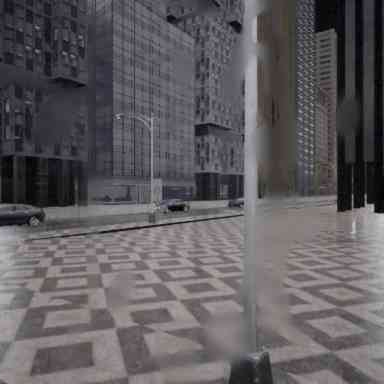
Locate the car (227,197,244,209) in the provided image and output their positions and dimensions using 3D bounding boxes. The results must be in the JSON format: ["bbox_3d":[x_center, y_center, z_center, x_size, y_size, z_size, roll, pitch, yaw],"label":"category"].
[{"bbox_3d":[6.655,1.419,45.493,1.882,1.535,5.008,0,0,36],"label":"car"}]

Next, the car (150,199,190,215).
[{"bbox_3d":[-2.121,1.453,33.551,2.128,1.511,4.902,0,0,36],"label":"car"}]

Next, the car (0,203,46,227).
[{"bbox_3d":[-11.569,1.487,20.538,1.837,1.490,4.892,0,0,35],"label":"car"}]
